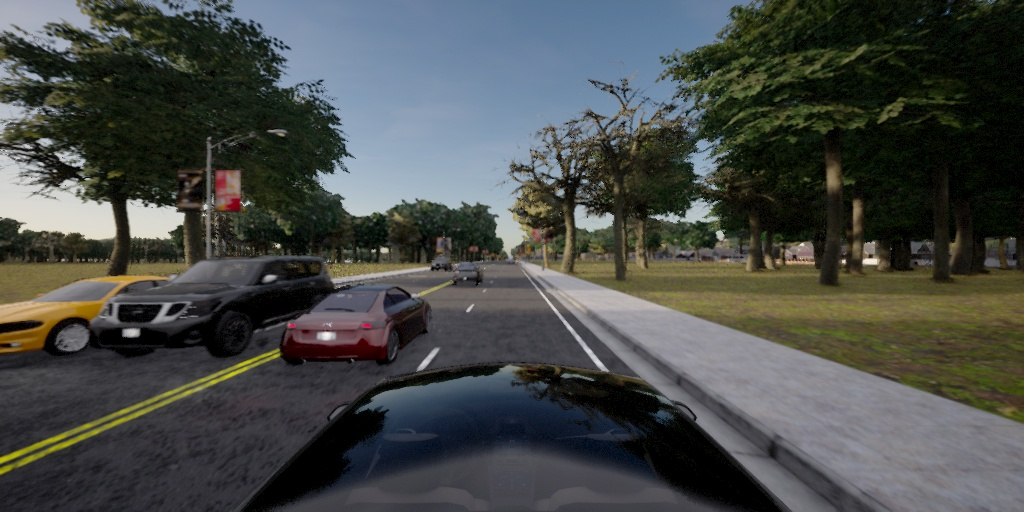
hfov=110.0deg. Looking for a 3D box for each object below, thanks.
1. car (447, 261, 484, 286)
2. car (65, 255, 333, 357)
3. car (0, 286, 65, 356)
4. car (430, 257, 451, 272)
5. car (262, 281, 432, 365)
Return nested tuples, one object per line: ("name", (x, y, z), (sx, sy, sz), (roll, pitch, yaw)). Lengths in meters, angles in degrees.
("car", (-3.157, 1.319, 26.524), (2.128, 1.511, 4.902), (0, 0, 0))
("car", (-6.601, 0.994, 8.981), (2.150, 2.045, 5.566), (0, 0, 0))
("car", (-9.853, 1.249, 8.908), (1.882, 1.535, 5.008), (0, 0, 0))
("car", (-9.837, 1.137, 50.175), (2.150, 2.045, 5.566), (0, 0, 0))
("car", (-3.153, 1.333, 8.105), (1.994, 1.385, 4.181), (0, 0, 0))
